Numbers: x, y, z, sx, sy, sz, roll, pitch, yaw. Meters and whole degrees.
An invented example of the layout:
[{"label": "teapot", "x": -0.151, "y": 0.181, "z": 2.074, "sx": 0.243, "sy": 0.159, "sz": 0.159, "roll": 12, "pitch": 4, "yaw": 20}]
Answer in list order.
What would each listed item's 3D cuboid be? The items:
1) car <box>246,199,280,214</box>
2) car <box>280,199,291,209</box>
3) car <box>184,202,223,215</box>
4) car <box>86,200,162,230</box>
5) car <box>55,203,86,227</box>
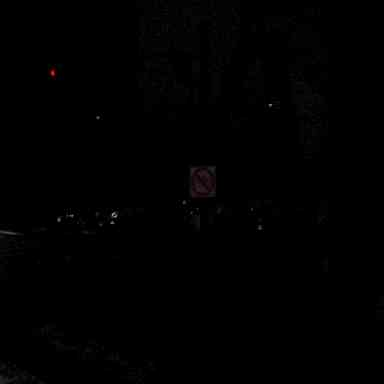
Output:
[{"label": "car", "x": 7.827, "y": 1.628, "z": 37.537, "sx": 1.837, "sy": 1.490, "sz": 4.892, "roll": 0, "pitch": 0, "yaw": 36}, {"label": "car", "x": 13.442, "y": 1.769, "z": 50.680, "sx": 2.033, "sy": 1.411, "sz": 5.357, "roll": 0, "pitch": 0, "yaw": 36}, {"label": "car", "x": 1.246, "y": 1.684, "z": 34.007, "sx": 1.895, "sy": 1.301, "sz": 4.718, "roll": 0, "pitch": 0, "yaw": 36}, {"label": "car", "x": -4.011, "y": 1.343, "z": 21.202, "sx": 2.097, "sy": 1.767, "sz": 4.553, "roll": 0, "pitch": 0, "yaw": 36}, {"label": "car", "x": -6.912, "y": 1.483, "z": 22.760, "sx": 2.128, "sy": 1.511, "sz": 4.902, "roll": 0, "pitch": 0, "yaw": 34}]
